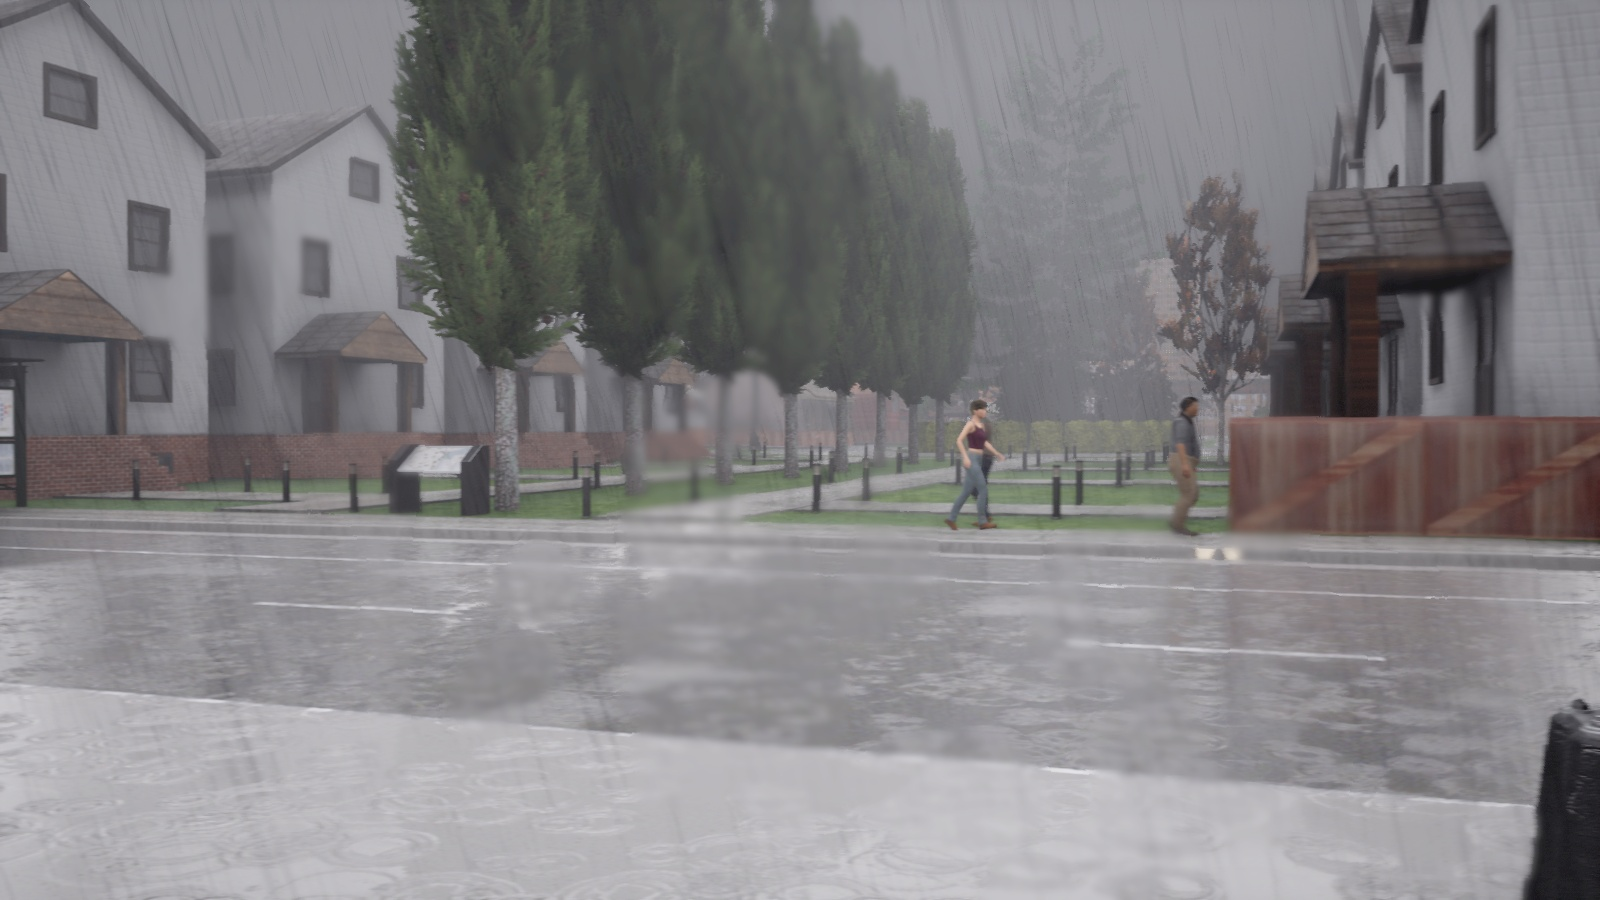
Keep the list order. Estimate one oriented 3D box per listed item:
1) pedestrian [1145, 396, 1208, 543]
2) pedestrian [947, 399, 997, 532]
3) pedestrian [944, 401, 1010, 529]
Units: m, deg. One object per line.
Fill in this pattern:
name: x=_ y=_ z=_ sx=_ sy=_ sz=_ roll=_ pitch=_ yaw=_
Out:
pedestrian: x=4.877 y=0.239 z=16.251 sx=0.694 sy=1.848 sz=0.540 roll=1 pitch=1 yaw=26
pedestrian: x=2.397 y=0.208 z=17.494 sx=0.594 sy=1.836 sz=0.345 roll=1 pitch=1 yaw=26
pedestrian: x=2.544 y=0.205 z=18.087 sx=0.869 sy=1.805 sz=0.328 roll=1 pitch=1 yaw=25
